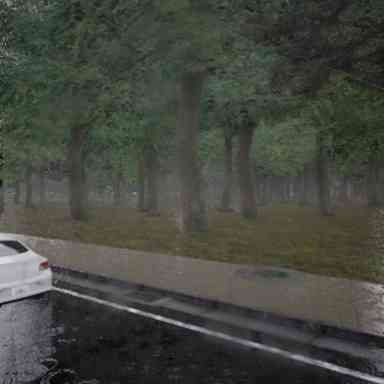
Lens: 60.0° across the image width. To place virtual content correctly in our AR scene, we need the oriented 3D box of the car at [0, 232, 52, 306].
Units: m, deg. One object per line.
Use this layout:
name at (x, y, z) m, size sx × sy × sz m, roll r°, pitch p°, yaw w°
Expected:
car at (-4.872, 1.561, 7.151) m, size 4.674 × 1.442 × 1.812 m, roll 0°, pitch 0°, yaw 35°
